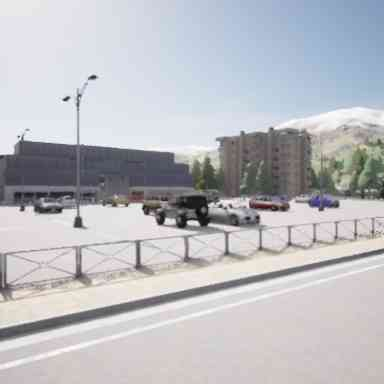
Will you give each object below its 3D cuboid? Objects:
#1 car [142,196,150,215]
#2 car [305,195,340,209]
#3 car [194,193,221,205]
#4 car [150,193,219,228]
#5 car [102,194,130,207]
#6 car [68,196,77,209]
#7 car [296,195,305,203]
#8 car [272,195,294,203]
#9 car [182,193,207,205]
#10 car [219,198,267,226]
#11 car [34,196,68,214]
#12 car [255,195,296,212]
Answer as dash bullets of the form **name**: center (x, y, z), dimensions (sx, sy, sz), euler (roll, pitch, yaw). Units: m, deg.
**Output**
- **car**: center (-2.463, 1.076, 28.083), dimensions (1.932, 1.855, 4.605), euler (0, 0, -36)
- **car**: center (16.198, 1.226, 40.586), dimensions (1.845, 1.501, 3.633), euler (0, 0, -36)
- **car**: center (2.431, 1.034, 53.532), dimensions (1.932, 1.855, 4.605), euler (0, 0, -36)
- **car**: center (-0.534, 1.059, 19.777), dimensions (1.905, 1.878, 3.866), euler (0, 0, -36)
- **car**: center (-10.071, 1.140, 44.025), dimensions (2.152, 1.636, 5.027), euler (0, 0, -36)
- **car**: center (-15.090, 1.239, 40.014), dimensions (1.970, 1.475, 3.806), euler (0, 0, -36)
- **car**: center (19.511, 1.263, 56.513), dimensions (1.970, 1.475, 3.806), euler (0, 0, -36)
- **car**: center (17.594, 1.251, 64.277), dimensions (1.845, 1.501, 3.633), euler (0, 0, -36)
- **car**: center (0.313, 1.022, 51.499), dimensions (1.905, 1.878, 3.866), euler (0, 0, -36)
- **car**: center (2.522, 1.331, 21.223), dimensions (1.970, 1.475, 3.806), euler (0, 0, -36)
- **car**: center (-13.944, 1.309, 32.153), dimensions (2.007, 1.523, 4.514), euler (0, 0, -36)
- **car**: center (8.063, 1.237, 34.782), dimensions (2.007, 1.523, 4.514), euler (0, 0, -36)
